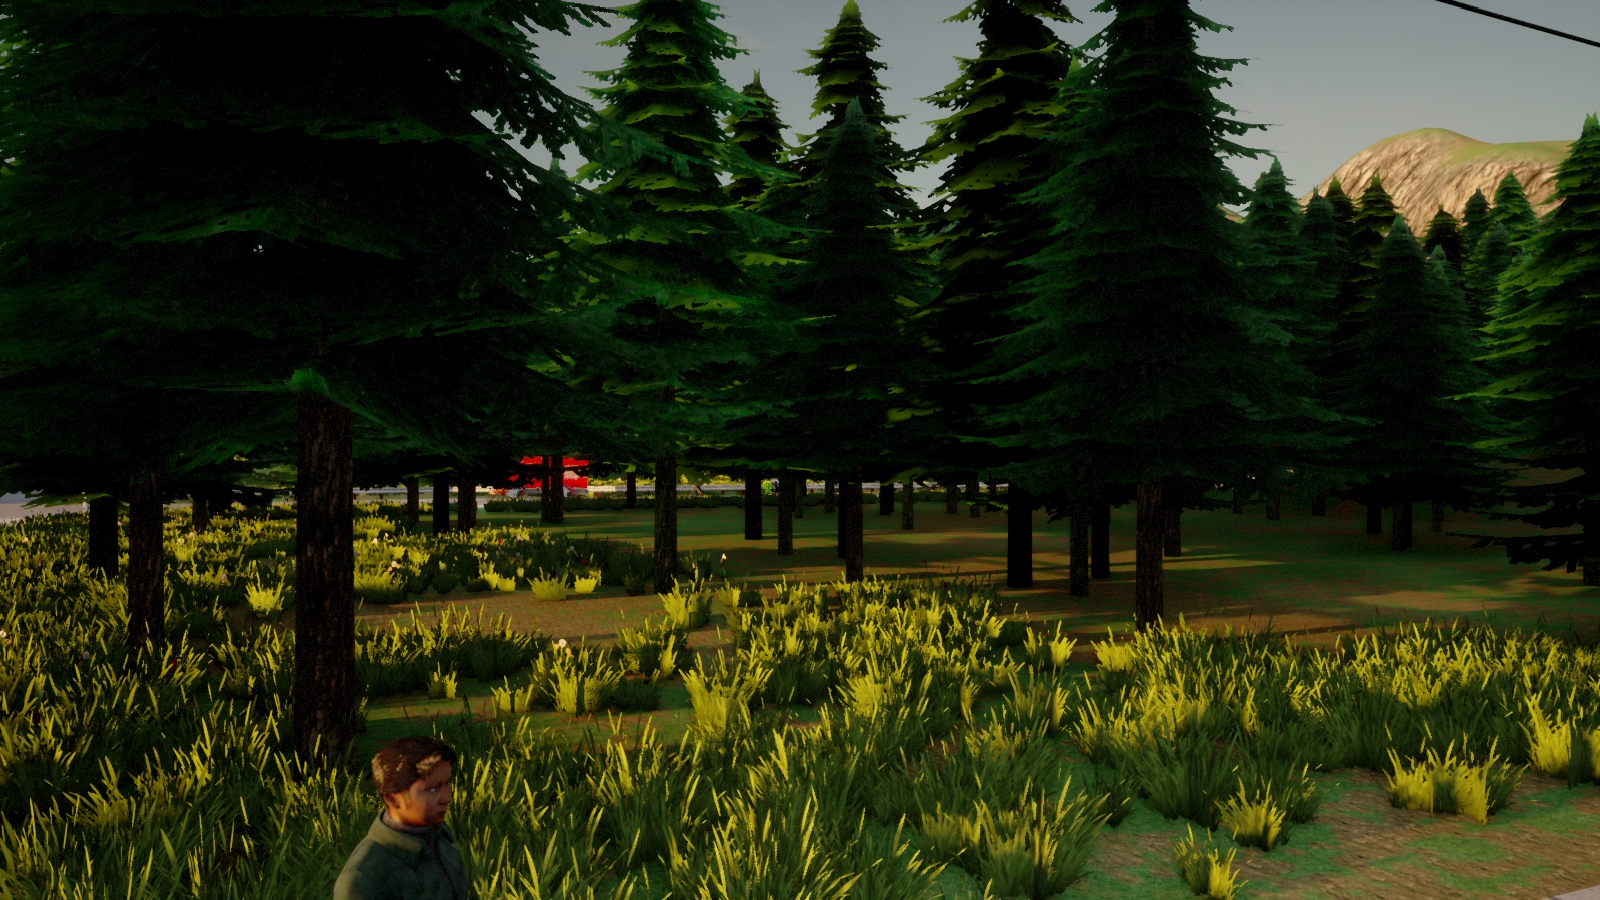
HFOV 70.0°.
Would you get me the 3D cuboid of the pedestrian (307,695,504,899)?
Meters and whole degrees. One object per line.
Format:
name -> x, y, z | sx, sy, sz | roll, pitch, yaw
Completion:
pedestrian -> -1.089, 1.663, 3.189 | 0.375, 1.860, 0.375 | 0, 0, 13
